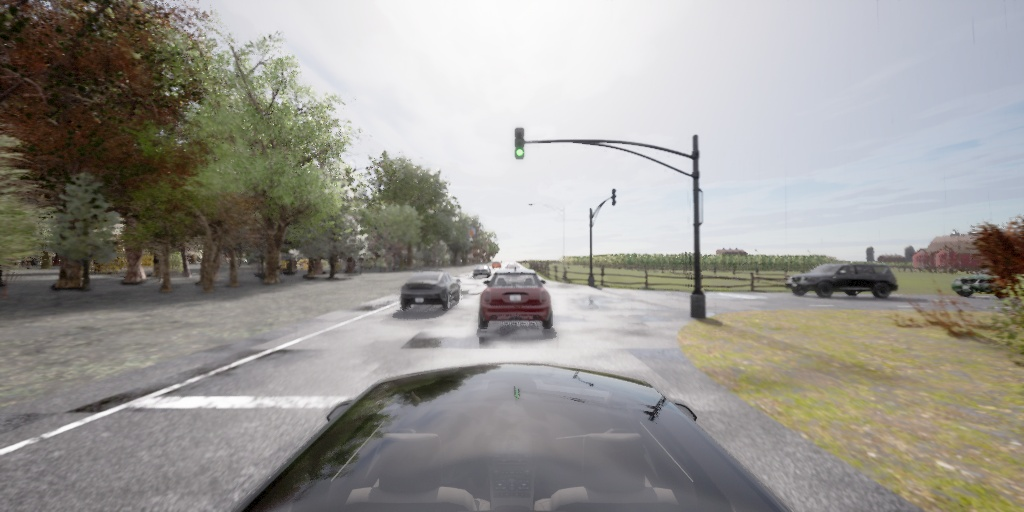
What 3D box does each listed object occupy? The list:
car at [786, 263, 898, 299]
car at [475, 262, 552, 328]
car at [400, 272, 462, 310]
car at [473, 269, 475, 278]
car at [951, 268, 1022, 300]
[{"bbox_3d":[19.914,1.456,21.764,5.566,2.045,2.150,1,-2,0],"label":"car"},{"bbox_3d":[0.102,1.213,12.041,2.097,1.767,4.553,0,-1,0],"label":"car"},{"bbox_3d":[-3.398,1.406,15.602,1.837,1.490,4.892,0,-1,0],"label":"car"},{"bbox_3d":[-3.397,1.723,41.335,2.033,1.411,5.357,0,-1,0],"label":"car"},{"bbox_3d":[30.291,1.567,21.713,5.566,2.045,2.150,1,-2,0],"label":"car"}]
